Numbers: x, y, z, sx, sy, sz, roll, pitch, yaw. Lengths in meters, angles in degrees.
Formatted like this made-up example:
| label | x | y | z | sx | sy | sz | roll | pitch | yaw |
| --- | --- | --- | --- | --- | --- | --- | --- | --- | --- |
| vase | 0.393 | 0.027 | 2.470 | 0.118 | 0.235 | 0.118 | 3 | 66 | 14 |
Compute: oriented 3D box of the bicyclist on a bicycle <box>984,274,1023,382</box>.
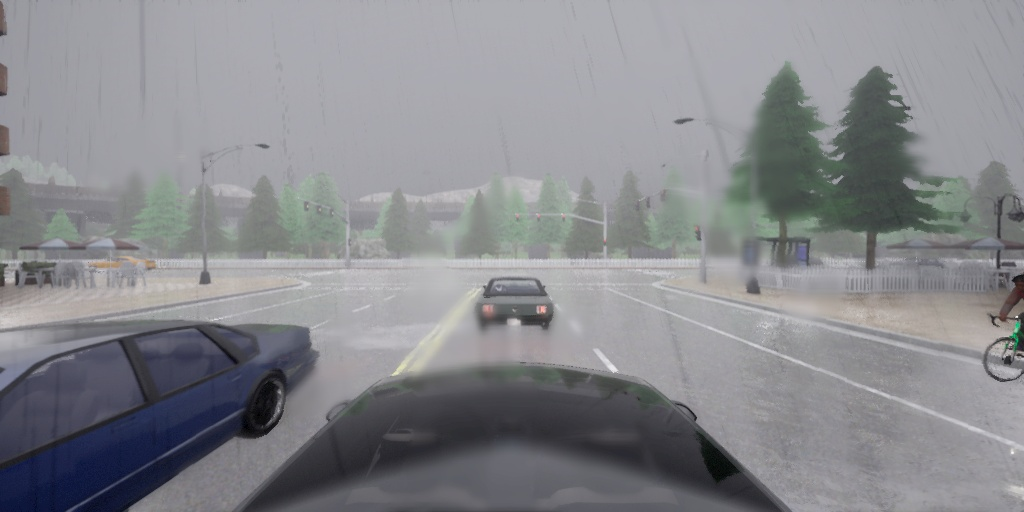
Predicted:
| label | x | y | z | sx | sy | sz | roll | pitch | yaw |
| --- | --- | --- | --- | --- | --- | --- | --- | --- | --- |
| bicyclist on a bicycle | 7.993 | 1.091 | 5.464 | 1.656 | 1.620 | 0.582 | -4 | 1 | 0 |

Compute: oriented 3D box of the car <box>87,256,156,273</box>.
| label | x | y | z | sx | sy | sz | roll | pitch | yaw |
| --- | --- | --- | --- | --- | --- | --- | --- | --- | --- |
| car | -36.912 | 0.767 | 33.965 | 5.008 | 1.535 | 1.882 | 0 | 1 | -5 |

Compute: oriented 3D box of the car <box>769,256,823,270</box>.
| label | x | y | z | sx | sy | sz | roll | pitch | yaw |
| --- | --- | --- | --- | --- | --- | --- | --- | --- | --- |
| car | 29.951 | 0.722 | 37.900 | 4.902 | 1.511 | 2.128 | 0 | 1 | 1 |

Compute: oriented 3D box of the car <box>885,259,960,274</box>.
| label | x | y | z | sx | sy | sz | roll | pitch | yaw |
| --- | --- | --- | --- | --- | --- | --- | --- | --- | --- |
| car | 31.810 | 0.912 | 27.303 | 5.357 | 1.411 | 2.033 | 0 | 1 | 1 |

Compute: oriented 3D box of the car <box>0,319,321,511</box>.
| label | x | y | z | sx | sy | sz | roll | pitch | yaw |
| --- | --- | --- | --- | --- | --- | --- | --- | --- | --- |
| car | -3.585 | 1.286 | 2.646 | 2.033 | 1.411 | 5.357 | 0 | 1 | 0 |

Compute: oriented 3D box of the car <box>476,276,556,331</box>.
| label | x | y | z | sx | sy | sz | roll | pitch | yaw |
| --- | --- | --- | --- | --- | --- | --- | --- | --- | --- |
| car | 0.068 | 1.239 | 10.520 | 1.895 | 1.301 | 4.718 | 0 | 1 | 0 |
